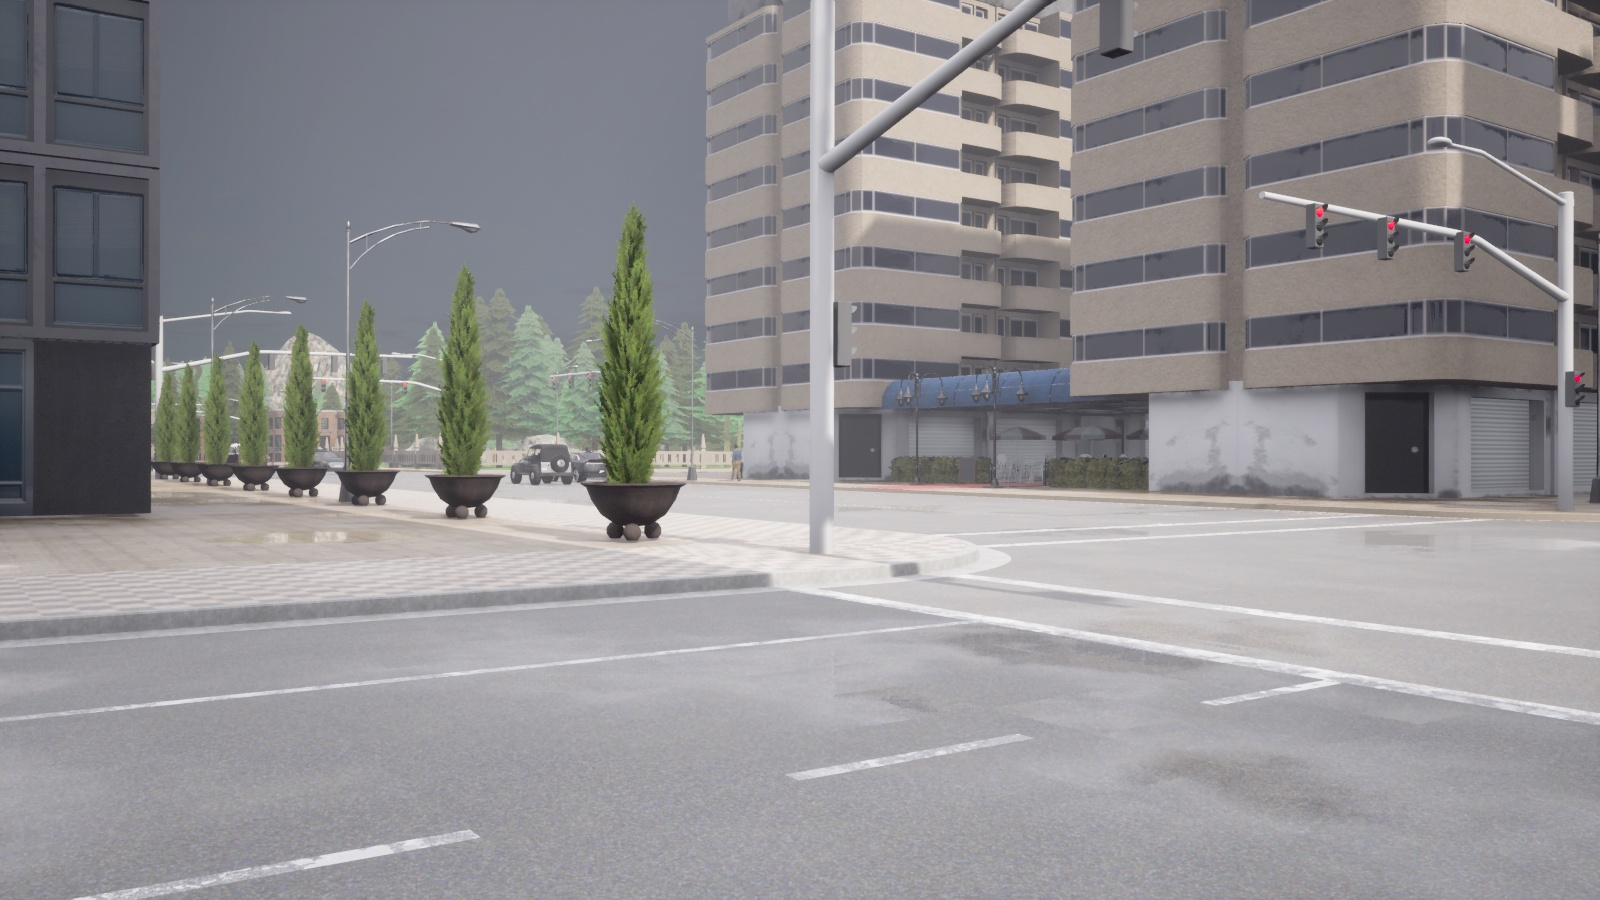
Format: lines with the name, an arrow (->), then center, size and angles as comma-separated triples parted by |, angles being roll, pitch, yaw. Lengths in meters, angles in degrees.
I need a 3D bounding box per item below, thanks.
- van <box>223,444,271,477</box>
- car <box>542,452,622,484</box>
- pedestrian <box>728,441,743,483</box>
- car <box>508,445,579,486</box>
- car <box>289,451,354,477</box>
van -> -35.727, 0.711, 81.116 | 2.069, 2.038, 4.480 | 0, -1, -34
car -> -11.100, 0.880, 63.618 | 2.128, 1.511, 4.902 | 0, 0, -34
pedestrian -> -3.040, 0.554, 59.174 | 0.423, 1.949, 0.788 | 0, 0, -27
car -> -12.048, 0.710, 58.793 | 1.905, 1.878, 3.866 | 0, 0, -34
car -> -31.556, 0.922, 82.720 | 4.856, 1.649, 2.033 | -1, 0, 42
